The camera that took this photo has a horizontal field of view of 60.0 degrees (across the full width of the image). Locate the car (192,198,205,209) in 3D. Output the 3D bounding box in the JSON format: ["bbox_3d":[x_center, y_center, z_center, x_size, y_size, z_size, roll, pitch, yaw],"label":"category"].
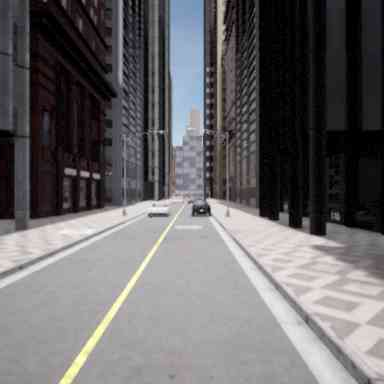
[{"bbox_3d":[0.908,1.638,49.129,1.837,1.490,4.892,0,0,0],"label":"car"}]

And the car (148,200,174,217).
[{"bbox_3d":[-3.091,1.677,31.802,1.895,1.301,4.718,0,0,0],"label":"car"}]

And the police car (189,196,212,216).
[{"bbox_3d":[0.906,1.505,33.239,1.930,1.638,5.238,0,0,0],"label":"police car"}]

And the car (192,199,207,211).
[{"bbox_3d":[0.908,1.638,43.129,1.812,1.442,4.674,0,0,0],"label":"car"}]

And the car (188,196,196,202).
[{"bbox_3d":[0.015,1.699,83.908,1.994,1.385,4.181,0,0,0],"label":"car"}]

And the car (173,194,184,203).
[{"bbox_3d":[-2.987,1.425,73.008,2.150,2.045,5.566,0,0,0],"label":"car"}]

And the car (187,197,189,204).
[{"bbox_3d":[0.012,1.796,67.340,1.895,1.301,4.718,0,0,0],"label":"car"}]
